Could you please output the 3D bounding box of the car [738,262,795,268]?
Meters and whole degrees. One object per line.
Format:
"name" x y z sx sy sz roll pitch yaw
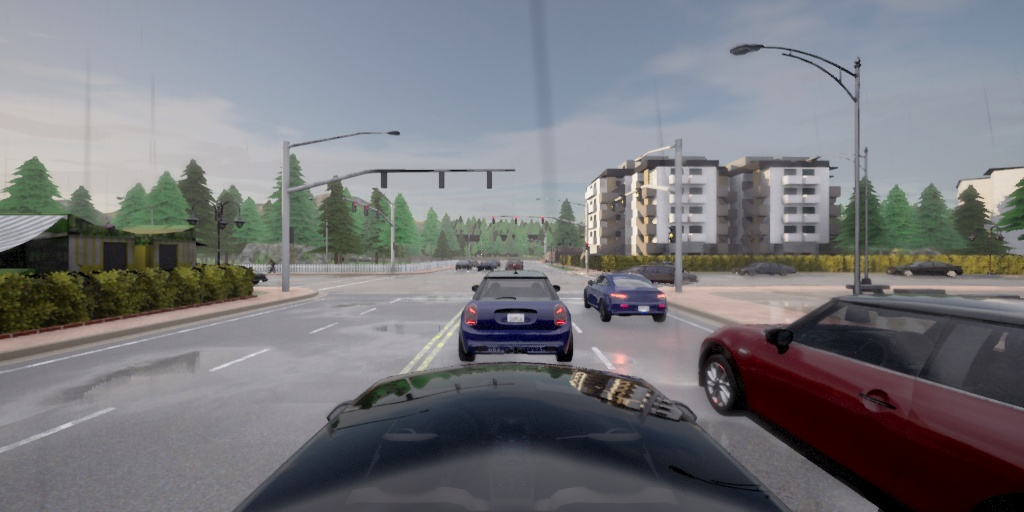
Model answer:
"car" 24.746 1.289 35.229 5.357 1.411 2.033 0 0 0

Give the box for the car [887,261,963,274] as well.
"car" 38.267 1.220 33.402 5.008 1.535 1.882 0 0 16

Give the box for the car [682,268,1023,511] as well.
"car" 3.605 1.102 3.104 2.097 1.767 4.553 0 0 0

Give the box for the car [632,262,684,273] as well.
"car" 9.554 1.292 24.130 5.357 1.411 2.033 0 0 -2

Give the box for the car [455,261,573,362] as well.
"car" 0.093 1.100 8.383 2.097 1.767 4.553 0 0 1

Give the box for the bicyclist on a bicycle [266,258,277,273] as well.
"bicyclist on a bicycle" -25.591 1.044 38.158 0.582 1.620 1.656 0 0 -1

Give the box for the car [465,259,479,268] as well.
"car" -6.739 1.300 60.818 1.994 1.385 4.181 0 0 0

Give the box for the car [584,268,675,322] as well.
"car" 3.646 1.273 12.093 1.812 1.442 4.674 0 0 1

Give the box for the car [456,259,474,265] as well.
"car" -6.797 1.216 50.901 1.882 1.535 5.008 0 0 0

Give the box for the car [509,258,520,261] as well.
"car" 0.341 1.091 45.590 2.097 1.767 4.553 0 0 1

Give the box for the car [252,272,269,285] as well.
"car" -19.362 1.292 23.793 5.357 1.411 2.033 0 0 -1
